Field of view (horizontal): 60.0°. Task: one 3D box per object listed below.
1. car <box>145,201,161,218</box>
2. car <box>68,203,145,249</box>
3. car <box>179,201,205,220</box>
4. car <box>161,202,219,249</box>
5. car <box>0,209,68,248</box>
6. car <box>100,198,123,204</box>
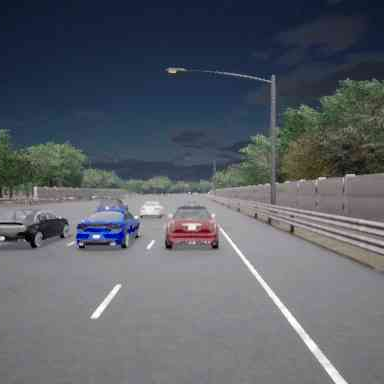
[{"bbox_3d":[-3.500,1.542,29.651,1.812,1.442,4.674,0,0,0],"label":"car"},{"bbox_3d":[-3.500,1.485,14.650,1.882,1.535,5.008,0,0,0],"label":"car"},{"bbox_3d":[0.000,1.573,29.650,2.033,1.411,5.357,0,0,0],"label":"car"},{"bbox_3d":[0.000,1.366,14.620,2.097,1.767,4.553,0,0,0],"label":"car"},{"bbox_3d":[-7.000,1.495,14.650,2.128,1.511,4.902,0,0,0],"label":"car"},{"bbox_3d":[-7.000,1.375,29.621,2.097,1.767,4.553,0,0,0],"label":"car"}]
